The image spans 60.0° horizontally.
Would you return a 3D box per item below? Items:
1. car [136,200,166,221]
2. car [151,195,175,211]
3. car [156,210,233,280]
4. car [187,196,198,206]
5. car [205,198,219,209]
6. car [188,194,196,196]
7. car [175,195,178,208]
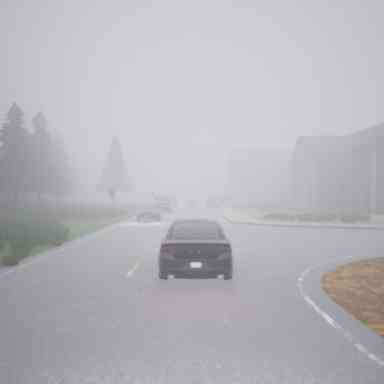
[{"bbox_3d":[-3.590,1.682,28.717,1.812,1.442,4.674,0,0,0],"label":"car"},{"bbox_3d":[-3.587,1.438,39.971,2.150,2.045,5.566,0,0,0],"label":"car"},{"bbox_3d":[0.096,1.531,10.129,1.882,1.535,5.008,0,0,0],"label":"car"},{"bbox_3d":[0.013,1.883,62.076,2.033,1.411,5.357,0,0,0],"label":"car"},{"bbox_3d":[2.983,1.729,50.526,1.816,1.474,4.193,-6,0,-2],"label":"car"},{"bbox_3d":[0.015,1.487,72.704,2.150,2.045,5.566,0,0,0],"label":"car"},{"bbox_3d":[-3.556,1.526,55.931,2.150,2.045,5.566,0,-1,0],"label":"car"}]
